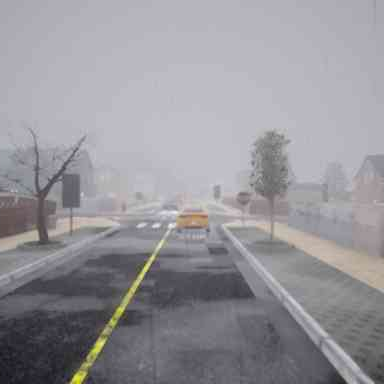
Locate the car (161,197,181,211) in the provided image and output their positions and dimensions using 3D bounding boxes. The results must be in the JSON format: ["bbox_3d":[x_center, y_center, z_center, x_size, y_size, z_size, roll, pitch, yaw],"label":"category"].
[{"bbox_3d":[-2.824,1.703,42.970,1.994,1.385,4.181,0,0,0],"label":"car"}]

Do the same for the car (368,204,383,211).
[{"bbox_3d":[16.600,1.865,30.280,4.553,1.767,2.097,1,-1,0],"label":"car"}]

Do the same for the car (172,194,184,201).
[{"bbox_3d":[-2.733,1.461,61.593,2.150,2.045,5.566,0,-1,0],"label":"car"}]

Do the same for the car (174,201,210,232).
[{"bbox_3d":[0.098,1.532,20.520,1.882,1.535,5.008,0,0,0],"label":"car"}]
